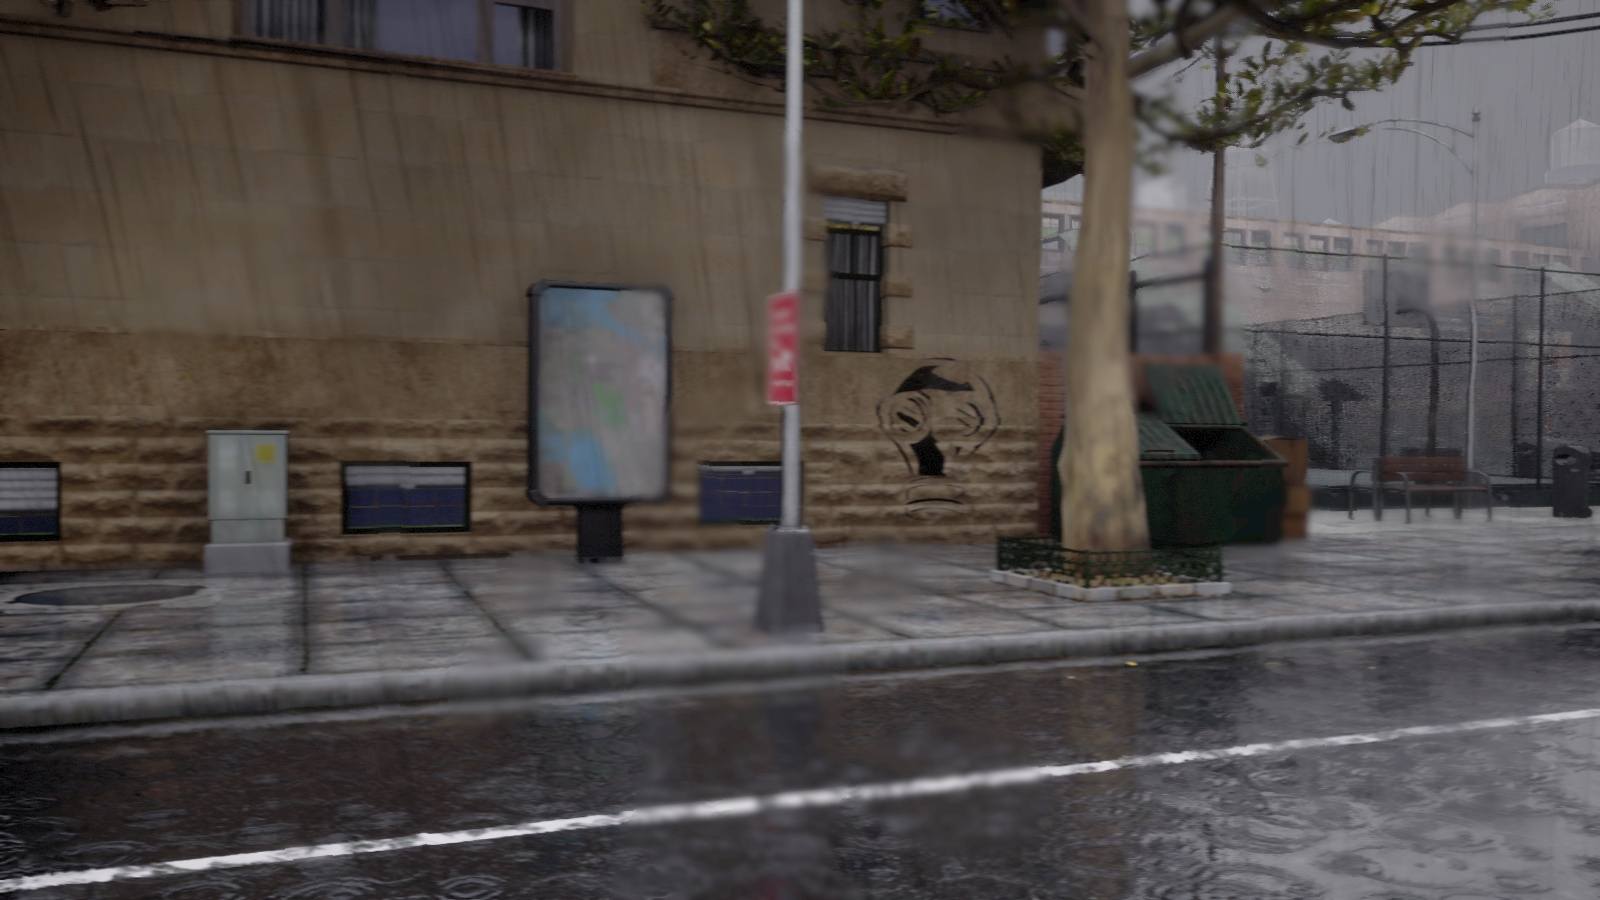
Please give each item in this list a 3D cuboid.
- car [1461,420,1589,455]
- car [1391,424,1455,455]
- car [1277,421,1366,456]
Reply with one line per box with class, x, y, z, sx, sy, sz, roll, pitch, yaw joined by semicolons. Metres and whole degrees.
car;32.633;-0.573;56.684;1.837;1.490;4.892;-1;1;-22
car;28.537;-0.488;57.573;1.481;1.376;2.207;-1;1;-21
car;24.331;-0.531;58.686;1.789;1.549;3.705;-1;1;-21
